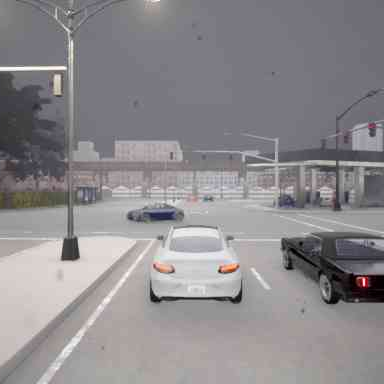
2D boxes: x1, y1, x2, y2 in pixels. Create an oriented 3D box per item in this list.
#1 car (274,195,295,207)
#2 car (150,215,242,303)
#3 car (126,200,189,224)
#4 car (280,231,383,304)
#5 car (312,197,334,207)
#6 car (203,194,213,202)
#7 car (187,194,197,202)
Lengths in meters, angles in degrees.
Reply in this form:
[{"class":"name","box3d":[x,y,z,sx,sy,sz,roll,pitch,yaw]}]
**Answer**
[{"class":"car","box3d":[13.215,1.262,47.615,2.242,1.667,4.611,0,0,0]},{"class":"car","box3d":[0.083,1.517,8.073,1.812,1.442,4.674,0,0,0]},{"class":"car","box3d":[-2.659,1.527,24.307,4.181,1.385,1.994,0,0,-26]},{"class":"car","box3d":[3.588,1.599,8.057,1.895,1.301,4.718,0,0,0]},{"class":"car","box3d":[18.960,1.435,48.377,1.970,1.475,3.806,0,0,0]},{"class":"car","box3d":[3.506,1.257,72.261,2.097,1.767,4.553,0,0,0]},{"class":"car","box3d":[0.006,1.250,72.260,2.097,1.767,4.553,0,0,0]}]
